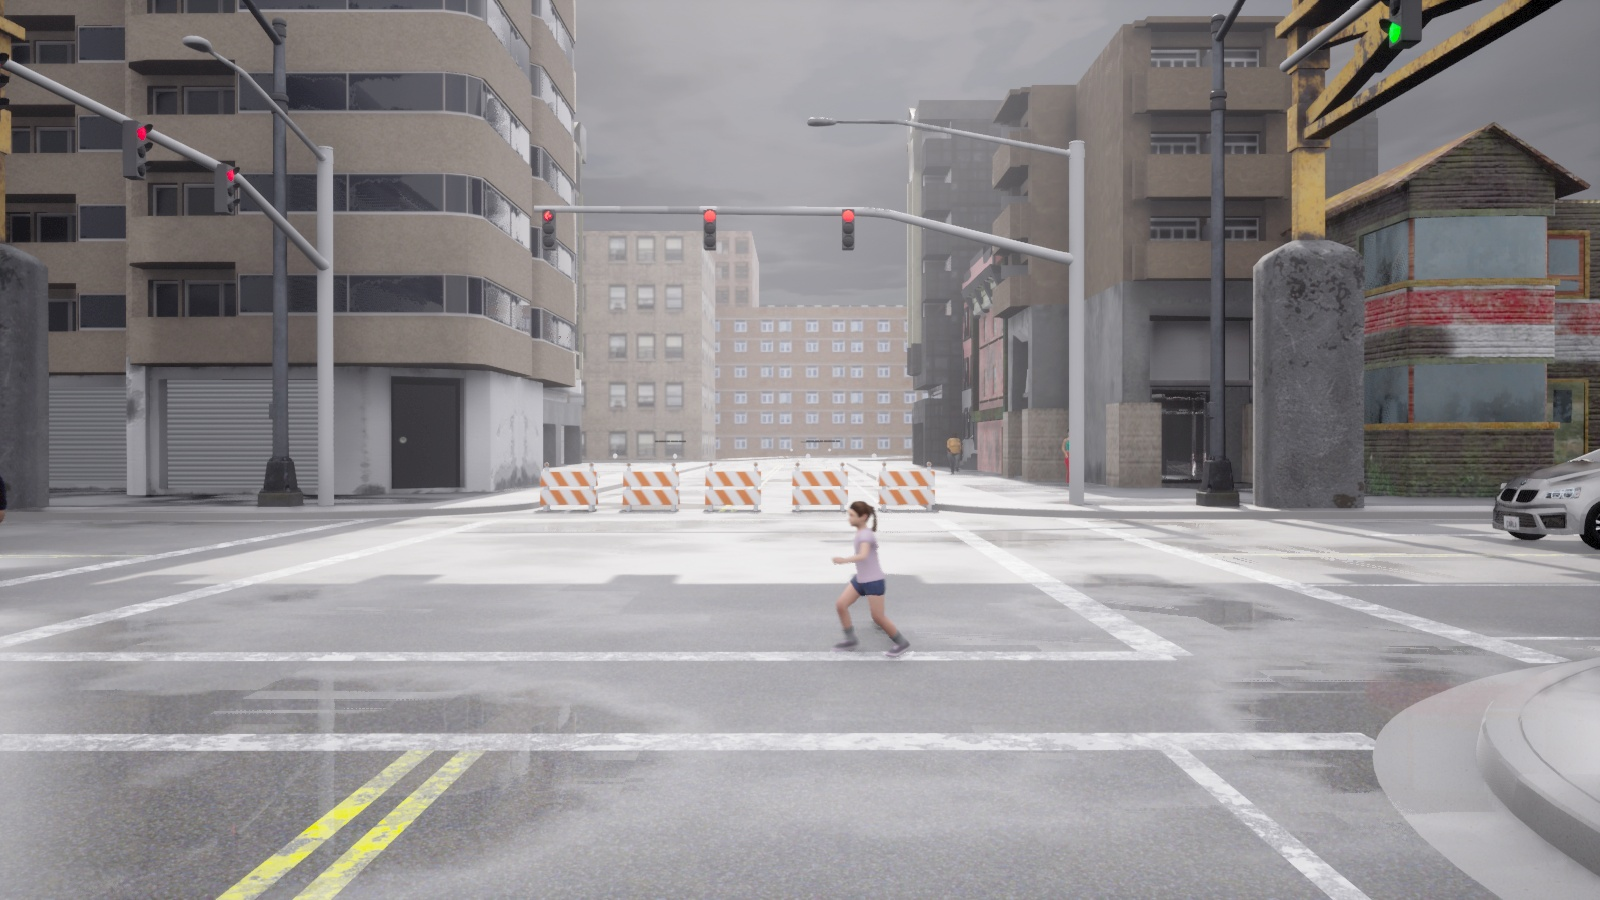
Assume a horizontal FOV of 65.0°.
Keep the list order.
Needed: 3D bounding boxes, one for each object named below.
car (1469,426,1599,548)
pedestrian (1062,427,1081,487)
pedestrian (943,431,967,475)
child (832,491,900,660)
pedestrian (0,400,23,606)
[{"bbox_3d":[12.614,0.498,18.226,4.611,1.667,2.242,0,0,0],"label":"car"},{"bbox_3d":[8.361,0.200,38.683,0.345,1.836,0.594,0,0,-13],"label":"pedestrian"},{"bbox_3d":[6.598,0.115,53.424,0.874,1.855,0.900,0,0,-4],"label":"pedestrian"},{"bbox_3d":[0.447,0.842,8.559,0.394,1.110,0.255,0,0,-19],"label":"child"},{"bbox_3d":[-7.459,0.473,11.089,0.634,1.844,0.899,0,0,-1],"label":"pedestrian"}]
